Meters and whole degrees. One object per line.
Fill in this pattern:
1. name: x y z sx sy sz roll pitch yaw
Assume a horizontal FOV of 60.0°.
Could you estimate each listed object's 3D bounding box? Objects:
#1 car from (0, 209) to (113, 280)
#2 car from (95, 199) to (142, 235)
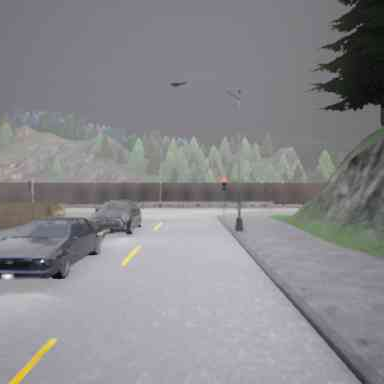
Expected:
1. car: -4.095 1.470 10.013 2.033 1.411 5.357 0 0 0
2. car: -3.999 1.213 17.900 2.097 1.767 4.553 0 0 0
